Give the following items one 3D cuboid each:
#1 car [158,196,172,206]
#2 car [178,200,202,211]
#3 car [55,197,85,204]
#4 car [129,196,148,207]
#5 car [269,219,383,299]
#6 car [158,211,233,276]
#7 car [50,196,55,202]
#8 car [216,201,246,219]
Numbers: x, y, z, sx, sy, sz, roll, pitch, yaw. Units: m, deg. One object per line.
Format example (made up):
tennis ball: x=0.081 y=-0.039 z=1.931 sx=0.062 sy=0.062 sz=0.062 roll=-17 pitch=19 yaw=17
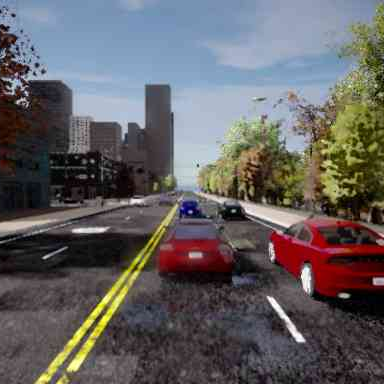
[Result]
car: x=-3.851 y=1.240 z=48.553 sx=2.033 sy=1.411 sz=5.357 roll=0 pitch=0 yaw=-1
car: x=-0.148 y=1.350 z=27.530 sx=1.812 sy=1.442 sz=4.674 roll=0 pitch=0 yaw=-1
car: x=-20.696 y=1.459 z=57.315 sx=4.313 sy=1.339 sz=1.947 roll=-1 pitch=2 yaw=-1
car: x=-7.072 y=1.246 z=44.243 sx=1.812 sy=1.442 sz=4.674 roll=0 pitch=0 yaw=0
car: x=3.327 y=1.423 z=8.384 sx=1.882 sy=1.535 sz=5.008 roll=0 pitch=0 yaw=0
car: x=0.082 y=1.498 z=10.123 sx=1.994 sy=1.385 sz=4.181 roll=0 pitch=0 yaw=0
car: x=-29.168 y=1.405 z=65.688 sx=4.403 sy=1.369 sz=2.008 roll=-1 pitch=2 yaw=-1
car: x=3.109 y=1.390 z=27.053 sx=1.994 sy=1.385 sz=4.181 roll=0 pitch=0 yaw=-1
